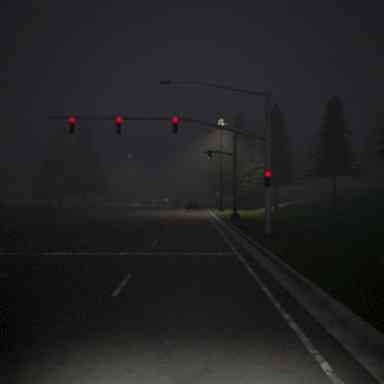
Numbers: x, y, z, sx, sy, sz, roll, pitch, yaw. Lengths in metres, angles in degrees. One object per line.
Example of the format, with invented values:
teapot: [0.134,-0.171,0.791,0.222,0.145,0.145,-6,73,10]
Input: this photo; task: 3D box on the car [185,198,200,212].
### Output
car: [0.000,1.962,46.412,1.812,1.442,4.674,0,-1,0]

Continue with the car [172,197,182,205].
car: [-3.501,2.259,76.191,1.994,1.385,4.181,0,-1,0]

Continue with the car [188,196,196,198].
car: [-0.001,1.911,75.808,2.150,2.045,5.566,0,-1,0]

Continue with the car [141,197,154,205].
car: [-10.501,2.225,75.774,2.033,1.411,5.357,0,-1,0]

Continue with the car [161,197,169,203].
car: [-7.001,2.178,87.445,1.812,1.442,4.674,0,-1,0]

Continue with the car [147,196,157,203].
car: [-10.501,2.009,87.417,2.097,1.767,4.553,0,-1,0]

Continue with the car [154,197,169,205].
car: [-7.001,2.302,76.220,1.895,1.301,4.718,0,-1,0]

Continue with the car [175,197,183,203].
car: [-3.501,2.132,87.446,1.882,1.535,5.008,0,-1,0]
